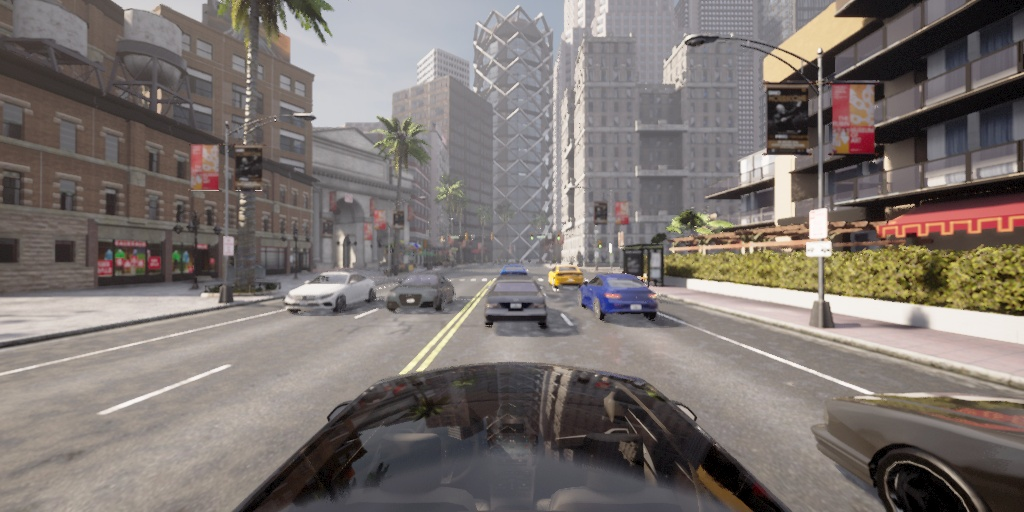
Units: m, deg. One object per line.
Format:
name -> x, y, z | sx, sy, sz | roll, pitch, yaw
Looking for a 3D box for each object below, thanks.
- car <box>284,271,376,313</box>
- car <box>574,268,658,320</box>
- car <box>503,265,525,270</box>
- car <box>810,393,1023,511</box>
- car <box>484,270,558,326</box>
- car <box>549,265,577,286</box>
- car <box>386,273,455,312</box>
car -> -7.060, 1.354, 14.514 | 1.812, 1.442, 4.674 | 0, 0, 0
car -> 3.626, 1.343, 12.791 | 1.812, 1.442, 4.674 | 0, 0, 0
car -> 0.141, 1.371, 25.145 | 1.882, 1.535, 5.008 | 0, 0, 0
car -> 3.654, 1.292, 0.732 | 2.033, 1.411, 5.357 | 0, 0, -1
car -> 0.115, 1.360, 11.881 | 2.033, 1.411, 5.357 | 0, 0, 0
car -> 3.637, 1.368, 24.656 | 1.882, 1.535, 5.008 | 0, -1, 0
car -> -3.559, 1.393, 14.576 | 1.994, 1.385, 4.181 | 0, 0, 0
